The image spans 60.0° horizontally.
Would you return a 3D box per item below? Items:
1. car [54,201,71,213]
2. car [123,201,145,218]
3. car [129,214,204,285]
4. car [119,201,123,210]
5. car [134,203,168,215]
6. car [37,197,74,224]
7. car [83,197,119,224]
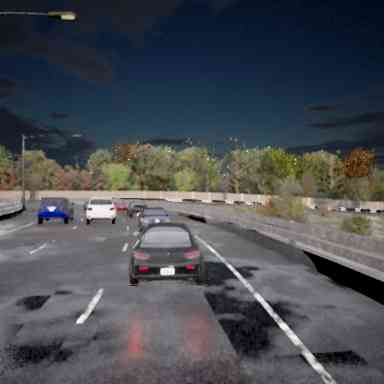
[{"bbox_3d":[-16.804,1.875,43.011,1.895,1.301,4.718,0,0,-24],"label":"car"},{"bbox_3d":[-5.478,1.705,33.114,1.837,1.490,4.892,0,-1,-17],"label":"car"},{"bbox_3d":[-0.734,1.584,9.580,1.812,1.442,4.674,0,0,-5],"label":"car"},{"bbox_3d":[-9.794,1.840,44.458,1.994,1.385,4.181,0,0,-23],"label":"car"},{"bbox_3d":[-2.419,1.676,20.895,2.033,1.411,5.357,0,0,-11],"label":"car"},{"bbox_3d":[-10.799,1.393,26.611,2.150,2.045,5.566,0,0,-14],"label":"car"},{"bbox_3d":[-7.243,1.393,26.790,2.150,2.045,5.566,0,0,-13],"label":"car"}]
